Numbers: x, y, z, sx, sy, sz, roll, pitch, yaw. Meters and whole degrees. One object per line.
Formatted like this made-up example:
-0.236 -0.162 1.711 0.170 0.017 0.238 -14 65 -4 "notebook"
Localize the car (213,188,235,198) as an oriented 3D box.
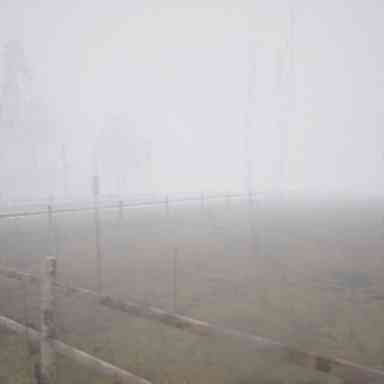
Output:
5.458 0.129 55.974 1.882 1.535 5.008 -1 1 35 "car"
